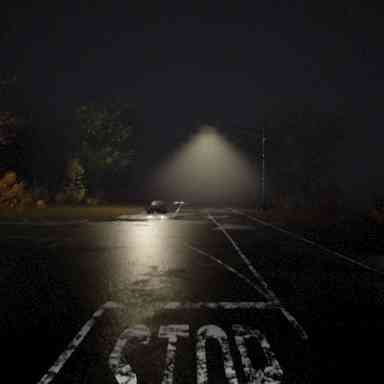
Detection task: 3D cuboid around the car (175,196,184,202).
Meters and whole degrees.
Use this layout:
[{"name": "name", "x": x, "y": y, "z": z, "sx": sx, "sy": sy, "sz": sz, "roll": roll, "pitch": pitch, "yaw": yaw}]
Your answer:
[{"name": "car", "x": -3.103, "y": 1.702, "z": 81.103, "sx": 1.895, "sy": 1.301, "sz": 4.718, "roll": 0, "pitch": 0, "yaw": 5}]

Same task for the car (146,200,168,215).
[{"name": "car", "x": -3.501, "y": 1.585, "z": 34.479, "sx": 2.033, "sy": 1.411, "sz": 5.357, "roll": 0, "pitch": 0, "yaw": 0}]
